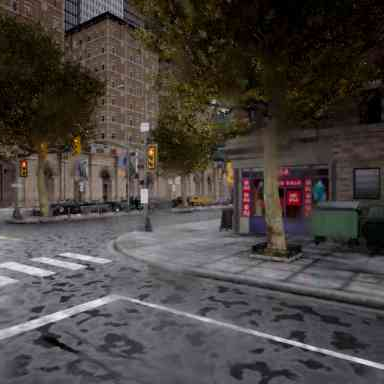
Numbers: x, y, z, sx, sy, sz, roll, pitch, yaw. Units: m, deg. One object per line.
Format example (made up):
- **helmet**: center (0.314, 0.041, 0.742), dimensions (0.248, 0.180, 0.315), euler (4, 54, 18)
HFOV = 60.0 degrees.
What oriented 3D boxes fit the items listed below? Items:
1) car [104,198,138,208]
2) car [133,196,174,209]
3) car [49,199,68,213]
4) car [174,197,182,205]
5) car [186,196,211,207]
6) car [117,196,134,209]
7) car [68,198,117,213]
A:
- **car**: center (-10.206, 1.595, 47.937), dimensions (1.895, 1.301, 4.718), euler (0, 0, 36)
- **car**: center (-4.965, 1.505, 43.832), dimensions (1.837, 1.490, 4.892), euler (0, 0, 36)
- **car**: center (-13.876, 1.505, 37.477), dimensions (1.837, 1.490, 4.892), euler (0, 0, 36)
- **car**: center (-1.542, 1.478, 54.526), dimensions (1.882, 1.535, 5.008), euler (0, 0, 36)
- **car**: center (1.160, 1.478, 52.284), dimensions (1.882, 1.535, 5.008), euler (0, 0, 36)
- **car**: center (-7.932, 1.352, 45.703), dimensions (2.097, 1.767, 4.553), euler (0, 0, 36)
- **car**: center (-10.694, 1.564, 35.904), dimensions (1.994, 1.385, 4.181), euler (0, 0, 36)
